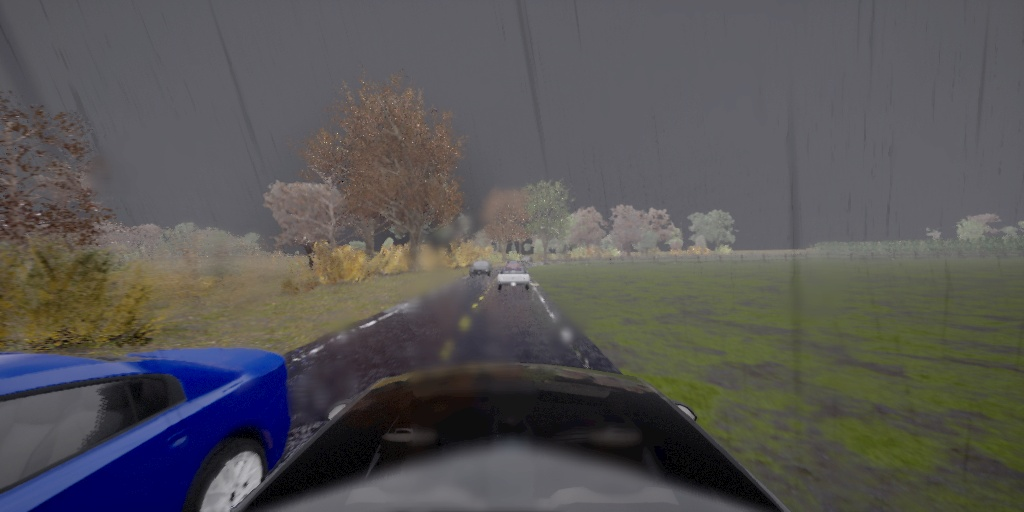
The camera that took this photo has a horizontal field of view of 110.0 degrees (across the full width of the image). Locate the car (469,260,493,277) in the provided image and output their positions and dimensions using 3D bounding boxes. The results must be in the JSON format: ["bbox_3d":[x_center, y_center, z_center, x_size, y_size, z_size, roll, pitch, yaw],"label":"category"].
[{"bbox_3d":[-2.847,1.143,33.620,1.882,1.535,5.008,0,0,0],"label":"car"}]

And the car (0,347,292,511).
[{"bbox_3d":[-2.835,1.229,1.027,1.882,1.535,5.008,0,0,0],"label":"car"}]

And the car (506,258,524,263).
[{"bbox_3d":[0.200,1.178,45.077,1.994,1.385,4.181,0,0,2],"label":"car"}]

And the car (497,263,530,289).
[{"bbox_3d":[0.091,1.306,22.572,1.895,1.301,4.718,0,0,0],"label":"car"}]
